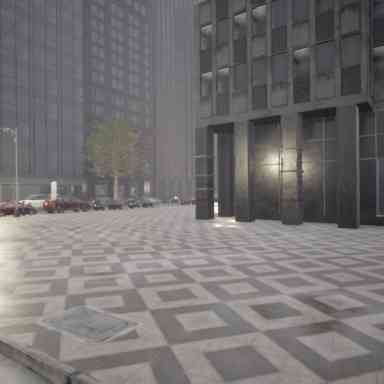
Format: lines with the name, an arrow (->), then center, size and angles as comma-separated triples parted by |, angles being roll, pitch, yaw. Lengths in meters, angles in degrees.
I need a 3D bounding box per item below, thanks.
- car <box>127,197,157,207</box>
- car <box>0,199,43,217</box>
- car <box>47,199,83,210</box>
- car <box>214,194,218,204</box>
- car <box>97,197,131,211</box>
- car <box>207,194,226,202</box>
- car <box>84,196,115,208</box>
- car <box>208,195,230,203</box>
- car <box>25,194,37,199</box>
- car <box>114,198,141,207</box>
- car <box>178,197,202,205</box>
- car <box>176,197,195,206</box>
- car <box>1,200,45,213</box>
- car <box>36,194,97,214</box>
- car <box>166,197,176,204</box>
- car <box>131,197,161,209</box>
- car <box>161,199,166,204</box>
car -> -7.785, 1.522, 52.113 | 1.812, 1.442, 4.674 | -1, 0, 35
car -> -16.141, 1.576, 29.921 | 1.802, 1.307, 4.206 | -1, 0, 35
car -> -16.739, 1.641, 44.049 | 1.802, 1.307, 4.206 | -1, 0, 35
car -> 3.093, 1.222, 57.754 | 2.192, 1.841, 5.009 | -1, 0, 35
car -> -9.729, 1.524, 39.199 | 1.947, 1.339, 4.313 | -1, 0, 35
car -> 5.705, 1.296, 76.524 | 2.192, 1.841, 5.009 | -1, 0, 35
car -> -13.534, 1.483, 48.688 | 1.967, 1.590, 4.097 | -1, 0, 35
car -> 5.368, 1.416, 65.565 | 2.128, 1.511, 4.902 | -1, 0, 35
car -> -17.609, 1.266, 37.946 | 2.150, 2.045, 5.566 | -1, 0, 35
car -> -10.326, 1.612, 53.327 | 1.802, 1.307, 4.206 | -1, 0, 35
car -> -0.304, 1.505, 57.345 | 1.994, 1.385, 4.181 | -1, 0, 34
car -> -0.111, 1.462, 53.114 | 1.887, 1.381, 4.507 | -1, 0, 35
car -> -19.945, 1.641, 39.410 | 1.947, 1.339, 4.313 | -1, 0, 35
car -> -12.937, 1.289, 34.561 | 2.192, 1.841, 5.009 | -1, 0, 35
car -> -3.913, 1.574, 62.606 | 1.947, 1.339, 4.313 | -1, 0, 35
car -> -6.523, 1.508, 43.836 | 1.947, 1.339, 4.313 | -1, 0, 35
car -> -7.217, 1.544, 57.826 | 1.752, 1.417, 4.829 | -1, 0, 35
